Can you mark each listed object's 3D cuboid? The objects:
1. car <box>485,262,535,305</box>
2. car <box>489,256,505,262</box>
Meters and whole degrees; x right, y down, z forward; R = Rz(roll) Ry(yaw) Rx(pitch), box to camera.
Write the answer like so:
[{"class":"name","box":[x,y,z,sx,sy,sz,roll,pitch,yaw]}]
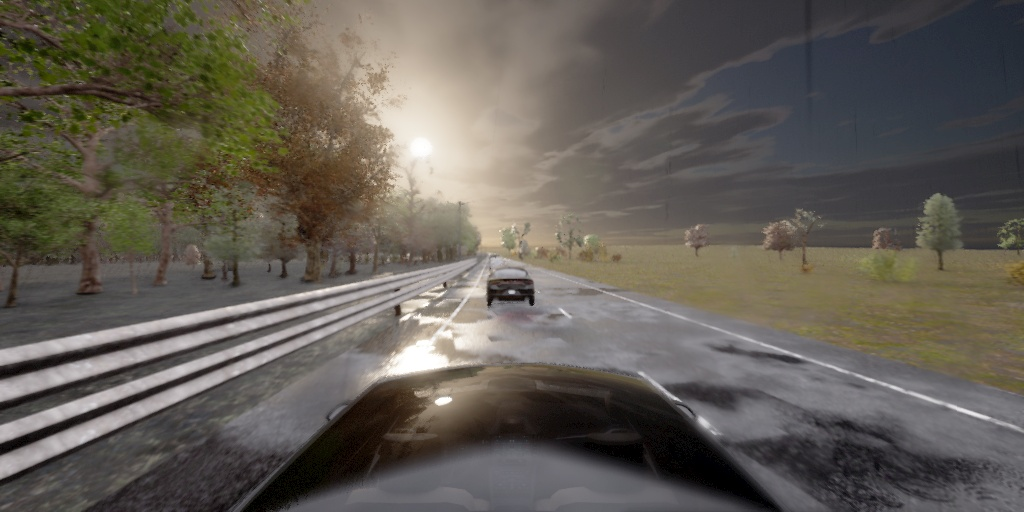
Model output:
[{"class":"car","box":[-0.147,1.178,15.621,1.882,1.535,5.008,0,0,-3]},{"class":"car","box":[-1.843,1.067,45.011,1.812,1.442,4.674,0,0,-3]}]
